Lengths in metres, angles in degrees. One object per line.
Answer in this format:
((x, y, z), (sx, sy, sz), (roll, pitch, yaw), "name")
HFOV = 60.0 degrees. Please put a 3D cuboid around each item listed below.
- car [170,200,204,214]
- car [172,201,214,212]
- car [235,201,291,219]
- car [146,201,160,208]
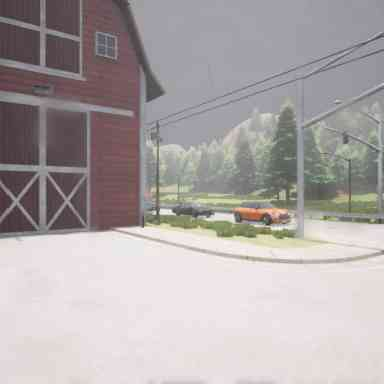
((-0.692, 1.790, 40.935), (1.812, 1.442, 4.674), (0, 0, -34), "car")
((-0.025, 1.768, 33.412), (2.033, 1.411, 5.357), (0, 0, -35), "car")
((5.358, 1.523, 25.558), (2.097, 1.767, 4.553), (0, 0, -34), "car")
((-5.650, 1.837, 41.625), (1.994, 1.385, 4.181), (0, 0, -35), "car")
